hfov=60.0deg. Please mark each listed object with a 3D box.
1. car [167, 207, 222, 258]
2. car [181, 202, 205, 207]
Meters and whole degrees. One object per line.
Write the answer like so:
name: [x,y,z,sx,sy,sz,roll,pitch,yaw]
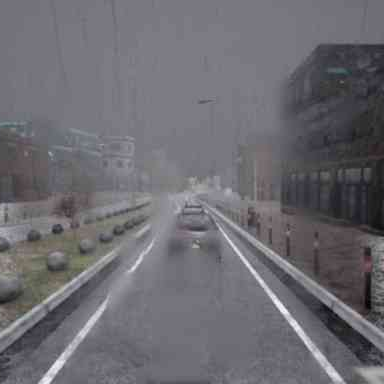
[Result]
car: [0.094,1.535,12.912,2.128,1.511,4.902,0,0,0]
car: [0.099,1.587,29.103,2.128,1.511,4.902,0,0,0]
